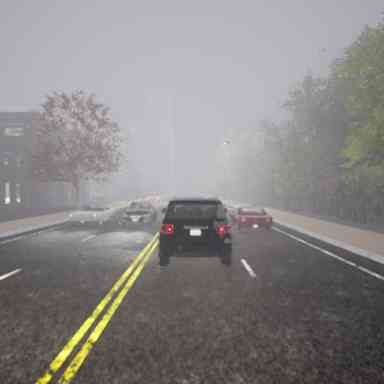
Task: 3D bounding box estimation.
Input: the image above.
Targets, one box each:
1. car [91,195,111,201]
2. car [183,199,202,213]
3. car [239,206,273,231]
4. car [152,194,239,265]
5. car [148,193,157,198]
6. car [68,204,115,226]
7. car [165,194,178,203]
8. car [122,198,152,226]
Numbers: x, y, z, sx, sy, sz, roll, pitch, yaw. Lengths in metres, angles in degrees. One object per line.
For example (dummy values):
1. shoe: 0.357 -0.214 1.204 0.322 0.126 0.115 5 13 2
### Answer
1. car: -20.709 1.427 75.645 4.313 1.339 1.947 -1 2 -1
2. car: 0.002 1.414 35.635 1.895 1.301 4.718 0 0 -1
3. car: 3.346 1.497 19.724 1.895 1.301 4.718 0 0 0
4. car: 0.096 1.160 11.568 2.150 2.045 5.566 0 0 0
5. car: -7.053 1.059 62.524 2.097 1.767 4.553 0 0 0
6. car: -6.609 1.484 22.245 1.895 1.301 4.718 0 0 0
7. car: -3.801 1.177 62.128 2.128 1.511 4.902 0 0 0
8. car: -3.360 1.375 22.080 2.128 1.511 4.902 0 0 0
